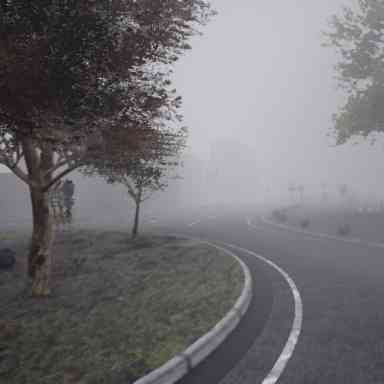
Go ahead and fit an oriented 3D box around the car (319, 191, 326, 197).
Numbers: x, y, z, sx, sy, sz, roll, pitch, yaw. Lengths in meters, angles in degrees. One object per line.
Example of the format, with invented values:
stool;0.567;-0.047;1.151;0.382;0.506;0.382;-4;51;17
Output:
car;32.624;0.563;83.299;1.882;1.535;5.008;-1;1;29

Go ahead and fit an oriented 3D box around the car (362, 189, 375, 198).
car;39.406;0.662;73.860;1.994;1.385;4.181;-1;1;29

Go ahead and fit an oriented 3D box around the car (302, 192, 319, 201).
car;23.406;1.134;66.435;1.895;1.301;4.718;-1;1;29
